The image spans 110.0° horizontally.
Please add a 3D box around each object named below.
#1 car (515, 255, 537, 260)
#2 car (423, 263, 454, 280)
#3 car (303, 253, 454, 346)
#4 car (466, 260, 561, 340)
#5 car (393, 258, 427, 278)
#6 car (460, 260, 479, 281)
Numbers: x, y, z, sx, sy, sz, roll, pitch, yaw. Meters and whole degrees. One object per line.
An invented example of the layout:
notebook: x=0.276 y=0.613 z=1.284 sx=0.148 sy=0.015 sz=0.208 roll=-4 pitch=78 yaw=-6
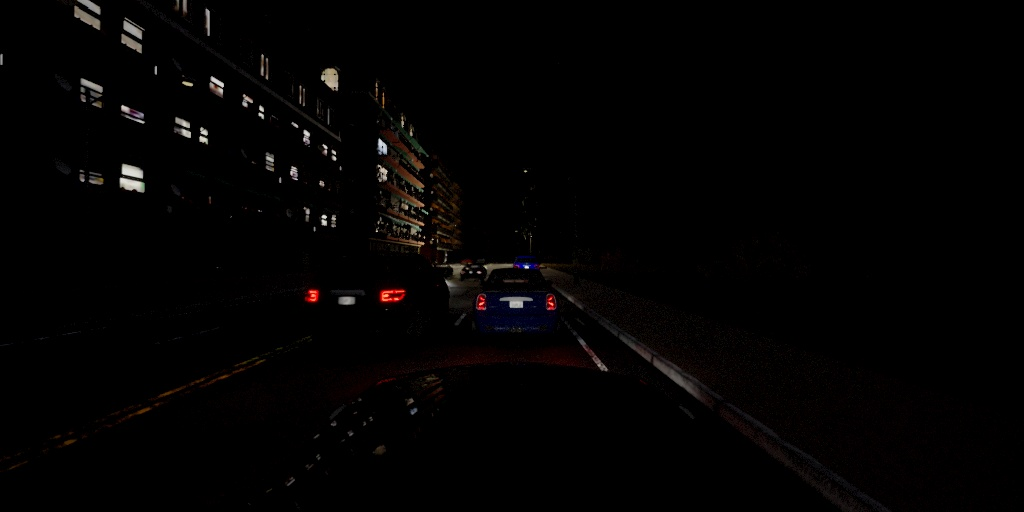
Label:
car: x=1.139 y=0.978 z=30.091 sx=2.150 sy=2.045 sz=5.566 roll=0 pitch=0 yaw=0
car: x=-6.599 y=1.354 z=32.729 sx=1.895 sy=1.301 sz=4.718 roll=0 pitch=0 yaw=0
car: x=-3.151 y=0.968 z=9.522 sx=2.150 sy=2.045 sz=5.566 roll=0 pitch=-1 yaw=0
car: x=0.099 y=1.103 z=10.137 sx=2.097 sy=1.767 sz=4.553 roll=0 pitch=0 yaw=0
car: x=-9.849 y=1.105 z=35.040 sx=2.097 sy=1.767 sz=4.553 roll=0 pitch=0 yaw=0
car: x=-3.150 y=1.301 z=30.176 sx=2.033 sy=1.411 sz=5.357 roll=0 pitch=0 yaw=0
